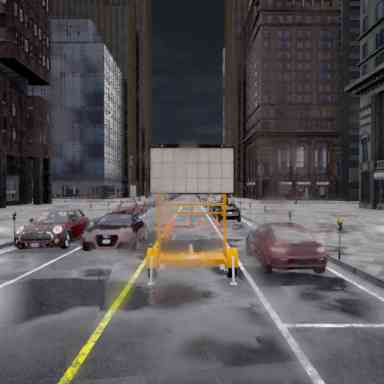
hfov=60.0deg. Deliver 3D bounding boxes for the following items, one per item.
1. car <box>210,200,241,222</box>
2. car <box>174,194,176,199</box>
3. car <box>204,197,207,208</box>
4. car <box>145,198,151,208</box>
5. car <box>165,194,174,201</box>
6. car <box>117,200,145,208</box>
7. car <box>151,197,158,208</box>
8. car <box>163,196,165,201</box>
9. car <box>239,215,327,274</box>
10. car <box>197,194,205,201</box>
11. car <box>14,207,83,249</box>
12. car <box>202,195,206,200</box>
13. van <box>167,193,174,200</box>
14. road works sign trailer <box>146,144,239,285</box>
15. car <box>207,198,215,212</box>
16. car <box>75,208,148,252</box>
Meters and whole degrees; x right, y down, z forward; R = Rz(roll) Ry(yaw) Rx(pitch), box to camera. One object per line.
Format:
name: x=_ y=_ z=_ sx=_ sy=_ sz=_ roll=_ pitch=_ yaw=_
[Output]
car: x=2.722 y=1.553 z=25.872 sx=1.947 sy=1.339 sz=4.313 roll=-1 pitch=0 yaw=0
car: x=-5.874 y=1.166 z=84.528 sx=2.192 sy=1.841 sz=5.009 roll=-1 pitch=0 yaw=0
car: x=2.709 y=1.526 z=36.278 sx=2.008 sy=1.369 sz=4.403 roll=-1 pitch=0 yaw=0
car: x=-5.815 y=1.558 z=35.743 sx=1.802 sy=1.307 sz=4.206 roll=-1 pitch=0 yaw=0
car: x=-5.864 y=1.453 z=78.848 sx=1.802 sy=1.307 sz=4.206 roll=-1 pitch=0 yaw=0
car: x=-5.809 y=1.527 z=30.366 sx=1.887 sy=1.381 sz=4.507 roll=-1 pitch=0 yaw=0
car: x=-5.828 y=1.509 z=46.499 sx=2.008 sy=1.369 sz=4.403 roll=-1 pitch=0 yaw=0
car: x=-5.834 y=1.512 z=51.878 sx=1.947 sy=1.339 sz=4.313 roll=-1 pitch=0 yaw=0
car: x=2.740 y=1.578 z=10.264 sx=1.802 sy=1.307 sz=4.206 roll=-1 pitch=0 yaw=0
car: x=2.660 y=1.396 z=79.037 sx=1.752 sy=1.417 sz=4.829 roll=-1 pitch=0 yaw=0
car: x=-5.792 y=1.434 z=14.231 sx=1.967 sy=1.590 sz=4.097 roll=-1 pitch=0 yaw=0
car: x=2.697 y=1.482 z=46.853 sx=1.752 sy=1.417 sz=4.829 roll=-1 pitch=0 yaw=0
van: x=-5.880 y=1.170 z=90.208 sx=1.690 sy=1.788 sz=3.998 roll=-1 pitch=0 yaw=0
road works sign trailer: x=-0.001 y=0.461 z=9.446 sx=2.380 sy=3.560 sz=2.880 roll=0 pitch=0 yaw=-1
car: x=2.716 y=1.547 z=31.076 sx=1.947 sy=1.339 sz=4.313 roll=-1 pitch=0 yaw=0
car: x=-3.017 y=1.558 z=13.726 sx=1.994 sy=1.385 sz=4.181 roll=0 pitch=0 yaw=0
